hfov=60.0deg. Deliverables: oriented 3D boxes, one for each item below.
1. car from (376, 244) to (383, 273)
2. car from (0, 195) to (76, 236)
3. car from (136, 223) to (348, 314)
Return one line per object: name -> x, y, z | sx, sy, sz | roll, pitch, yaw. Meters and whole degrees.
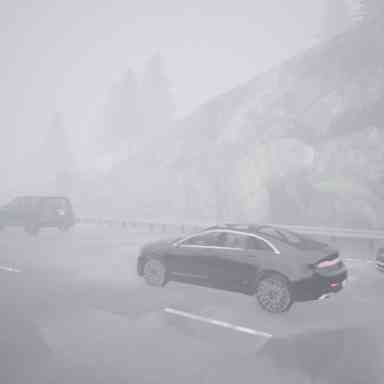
car -> 6.950, 1.482, 7.537 | 4.892, 1.490, 1.837 | 0, 0, 36
car -> -8.903, 1.198, 18.654 | 5.566, 2.045, 2.150 | 0, 0, 35
car -> 0.852, 1.476, 7.588 | 4.902, 1.511, 2.128 | 0, 0, 35
